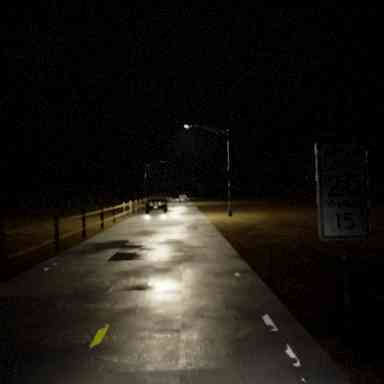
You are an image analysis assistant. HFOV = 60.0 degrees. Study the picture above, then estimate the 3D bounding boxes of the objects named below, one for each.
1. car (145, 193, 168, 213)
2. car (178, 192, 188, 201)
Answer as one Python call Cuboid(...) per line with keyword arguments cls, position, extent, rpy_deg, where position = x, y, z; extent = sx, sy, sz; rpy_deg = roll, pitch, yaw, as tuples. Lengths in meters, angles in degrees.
Cuboid(cls="car", position=(-3.717, 1.149, 35.933), extent=(2.150, 2.045, 5.566), rpy_deg=(-1, 0, -2))
Cuboid(cls="car", position=(-2.298, 1.108, 83.193), extent=(2.150, 2.045, 5.566), rpy_deg=(-1, 0, -2))
